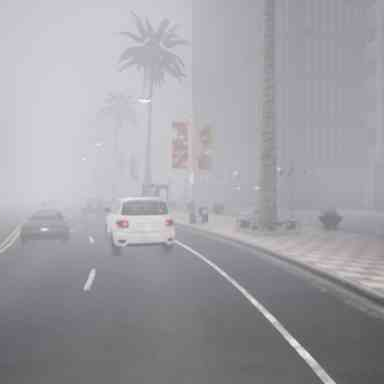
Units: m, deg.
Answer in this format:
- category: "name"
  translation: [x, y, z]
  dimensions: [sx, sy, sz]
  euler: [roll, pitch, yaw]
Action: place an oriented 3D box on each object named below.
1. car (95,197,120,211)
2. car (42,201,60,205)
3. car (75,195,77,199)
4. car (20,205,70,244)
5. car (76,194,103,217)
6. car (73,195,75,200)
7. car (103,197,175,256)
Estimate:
- category: "car"
  translation: [-10.652, 1.431, 41.718]
  dimensions: [2.231, 1.521, 4.892]
  euler: [0, 0, -23]
- category: "car"
  translation: [-14.910, 1.577, 35.204]
  dimensions: [1.895, 1.301, 4.718]
  euler: [0, 0, -23]
- category: "car"
  translation: [-22.258, 1.287, 68.703]
  dimensions: [2.185, 1.767, 4.553]
  euler: [0, 0, -23]
- category: "car"
  translation: [-6.936, 1.554, 15.963]
  dimensions: [1.994, 1.385, 4.181]
  euler: [0, 0, -20]
- category: "car"
  translation: [-9.198, 1.320, 30.728]
  dimensions: [2.097, 1.767, 4.553]
  euler: [0, 0, -23]
- category: "car"
  translation: [-30.645, 1.432, 88.968]
  dimensions: [2.161, 1.482, 4.786]
  euler: [0, 0, -23]
- category: "car"
  translation: [-2.263, 1.202, 13.453]
  dimensions: [2.150, 2.045, 5.566]
  euler: [0, 0, -17]
